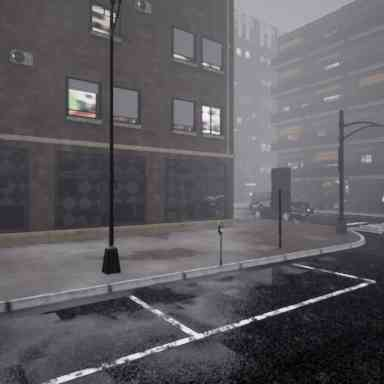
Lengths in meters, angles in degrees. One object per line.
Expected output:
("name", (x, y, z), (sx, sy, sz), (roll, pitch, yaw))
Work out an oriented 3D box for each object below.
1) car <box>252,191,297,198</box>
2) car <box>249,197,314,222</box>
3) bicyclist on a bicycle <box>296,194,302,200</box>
("car", (7.170, 0.985, 27.322), (2.150, 2.045, 5.566), (0, 1, -36))
("car", (6.262, 1.340, 24.181), (2.008, 1.369, 4.403), (1, 0, -36))
("bicyclist on a bicycle", (11.522, 1.008, 36.196), (1.656, 1.620, 0.582), (0, 1, -36))
